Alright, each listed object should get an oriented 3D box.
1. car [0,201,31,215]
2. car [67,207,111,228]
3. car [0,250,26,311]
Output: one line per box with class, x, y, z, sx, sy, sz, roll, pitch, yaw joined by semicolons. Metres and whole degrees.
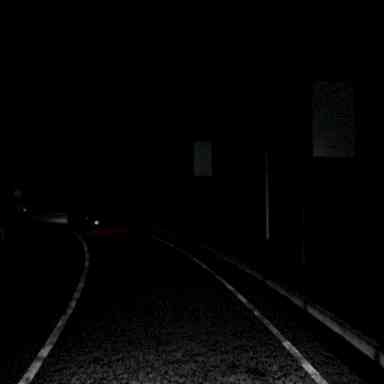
car;-18.826;1.651;35.084;4.674;1.442;1.812;0;-1;36
car;-7.335;1.692;23.270;1.895;1.301;4.718;0;0;-33
car;-4.312;1.597;5.484;1.994;1.385;4.181;0;0;-10
